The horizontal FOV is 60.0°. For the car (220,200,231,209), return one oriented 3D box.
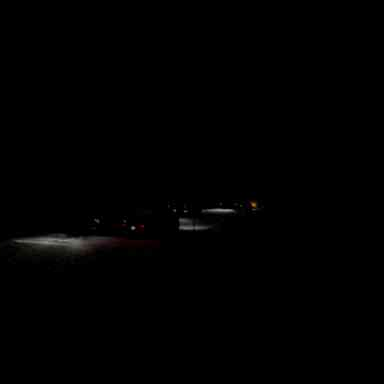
[{"bbox_3d":[5.714,1.994,52.486,1.895,1.301,4.718,1,-1,18],"label":"car"}]

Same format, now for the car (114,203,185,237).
[{"bbox_3d":[-2.187,1.585,18.520,1.812,1.442,4.674,1,0,18],"label":"car"}]

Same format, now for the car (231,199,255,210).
[{"bbox_3d":[7.468,1.925,47.993,1.994,1.385,4.181,1,-1,19],"label":"car"}]

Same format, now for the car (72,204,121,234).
[{"bbox_3d":[-5.030,1.501,19.833,1.882,1.535,5.008,1,0,18],"label":"car"}]

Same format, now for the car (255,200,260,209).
[{"bbox_3d":[10.518,2.030,57.537,1.882,1.535,5.008,1,-1,18],"label":"car"}]

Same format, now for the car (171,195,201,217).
[{"bbox_3d":[-0.698,1.322,33.084,2.150,2.045,5.566,1,1,18],"label":"car"}]
